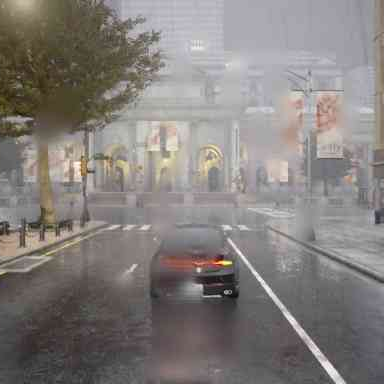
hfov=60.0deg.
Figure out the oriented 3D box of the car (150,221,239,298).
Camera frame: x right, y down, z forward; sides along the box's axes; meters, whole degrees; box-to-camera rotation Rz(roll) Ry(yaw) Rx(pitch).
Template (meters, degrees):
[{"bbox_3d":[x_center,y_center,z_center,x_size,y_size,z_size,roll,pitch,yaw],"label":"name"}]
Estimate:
[{"bbox_3d":[0.062,1.505,8.476,1.837,1.490,4.892,0,0,0],"label":"car"}]
